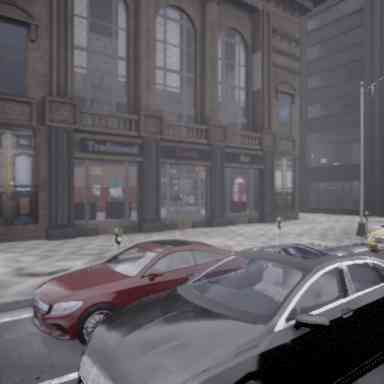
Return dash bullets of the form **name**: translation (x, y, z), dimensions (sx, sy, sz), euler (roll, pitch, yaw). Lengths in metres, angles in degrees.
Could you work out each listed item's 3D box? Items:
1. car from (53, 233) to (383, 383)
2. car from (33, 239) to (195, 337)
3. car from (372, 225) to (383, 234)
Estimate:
- **car**: translation (1.130, 1.493, 4.184), dimensions (4.902, 1.511, 2.128), euler (0, 0, -36)
- **car**: translation (-0.635, 1.584, 6.195), dimensions (4.206, 1.307, 1.802), euler (0, 0, -35)
- **car**: translation (8.376, 1.533, 12.622), dimensions (4.829, 1.417, 1.752), euler (0, 0, -35)
